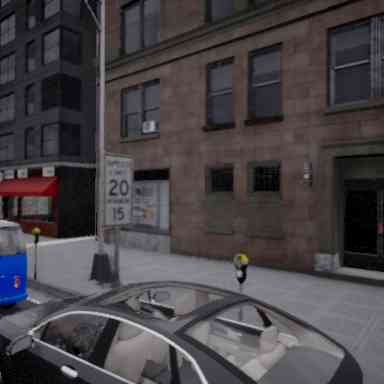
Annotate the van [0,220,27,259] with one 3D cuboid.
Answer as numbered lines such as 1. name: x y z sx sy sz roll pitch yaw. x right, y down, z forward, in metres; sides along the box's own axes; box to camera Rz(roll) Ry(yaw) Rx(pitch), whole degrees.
1. van: -4.916 1.370 6.677 3.998 1.788 1.690 0 -1 38

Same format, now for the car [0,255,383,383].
1. car: -0.442 1.577 3.174 4.403 1.369 2.008 0 -1 38
